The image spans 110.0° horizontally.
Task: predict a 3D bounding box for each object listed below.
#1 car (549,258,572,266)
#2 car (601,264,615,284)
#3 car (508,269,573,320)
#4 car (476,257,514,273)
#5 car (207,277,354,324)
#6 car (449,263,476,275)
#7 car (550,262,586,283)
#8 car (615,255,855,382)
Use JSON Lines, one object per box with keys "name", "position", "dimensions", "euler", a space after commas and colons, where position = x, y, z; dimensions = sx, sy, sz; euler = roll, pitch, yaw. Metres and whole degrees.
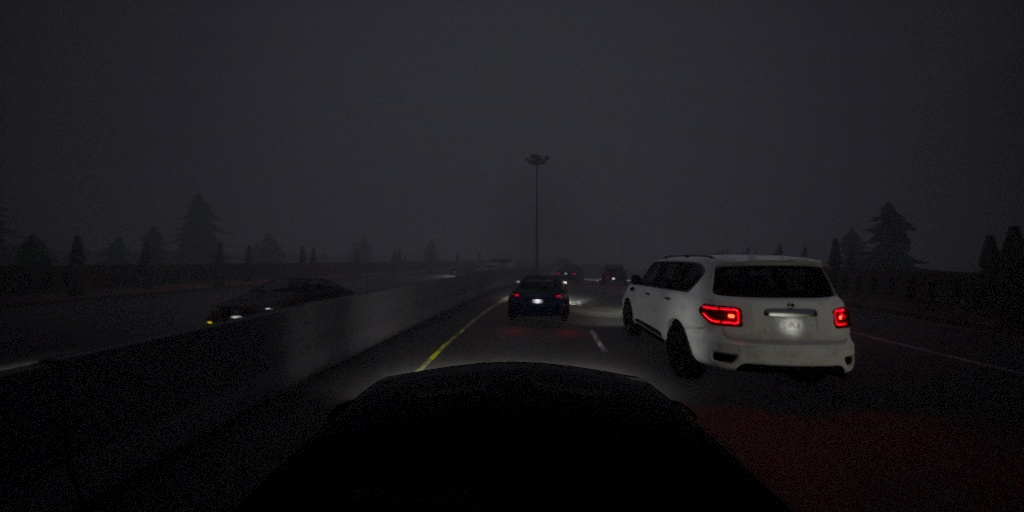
{"name": "car", "position": [7.269, 1.288, 52.826], "dimensions": [2.150, 2.045, 5.566], "euler": [0, -1, 27]}
{"name": "car", "position": [8.091, 1.398, 28.280], "dimensions": [1.837, 1.490, 4.892], "euler": [0, 0, 18]}
{"name": "car", "position": [1.039, 1.359, 12.925], "dimensions": [1.994, 1.385, 4.181], "euler": [0, 0, 7]}
{"name": "car", "position": [-1.617, 1.178, 42.564], "dimensions": [2.150, 2.045, 5.566], "euler": [0, 0, 24]}
{"name": "car", "position": [-6.464, 1.320, 10.638], "dimensions": [1.994, 1.385, 4.181], "euler": [0, 0, 6]}
{"name": "car", "position": [-5.373, 1.494, 42.695], "dimensions": [2.033, 1.411, 5.357], "euler": [0, 0, 23]}
{"name": "car", "position": [4.991, 1.443, 30.217], "dimensions": [2.033, 1.411, 5.357], "euler": [0, 0, 19]}
{"name": "car", "position": [3.916, 1.007, 7.454], "dimensions": [2.150, 2.045, 5.566], "euler": [0, 0, 4]}
